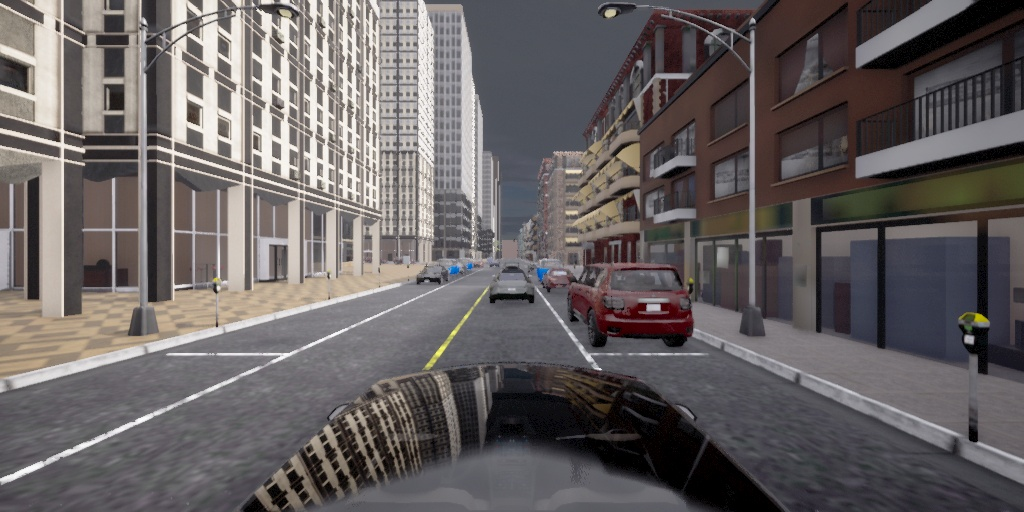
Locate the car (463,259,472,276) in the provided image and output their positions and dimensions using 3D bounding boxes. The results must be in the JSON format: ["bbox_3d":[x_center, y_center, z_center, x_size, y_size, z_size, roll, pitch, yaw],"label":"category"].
[{"bbox_3d":[-5.690,1.305,37.438,2.007,1.370,4.403,0,0,0],"label":"car"}]

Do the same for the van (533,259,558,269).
[{"bbox_3d":[2.691,1.091,26.141,1.690,1.789,3.998,0,0,0],"label":"van"}]

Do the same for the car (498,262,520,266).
[{"bbox_3d":[0.000,1.270,31.500,1.837,1.490,4.892,0,0,0],"label":"car"}]

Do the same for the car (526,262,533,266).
[{"bbox_3d":[2.691,1.308,43.086,2.007,1.370,4.403,0,0,0],"label":"car"}]

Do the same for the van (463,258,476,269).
[{"bbox_3d":[-5.690,1.098,43.087,1.690,1.789,3.998,0,0,0],"label":"van"}]

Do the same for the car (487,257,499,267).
[{"bbox_3d":[-3.000,1.375,63.500,2.033,1.411,5.357,0,0,0],"label":"car"}]

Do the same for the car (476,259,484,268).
[{"bbox_3d":[-5.690,1.209,60.033,1.967,1.591,4.097,0,0,0],"label":"car"}]

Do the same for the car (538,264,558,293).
[{"bbox_3d":[2.690,1.331,20.492,1.802,1.307,4.207,0,0,0],"label":"car"}]

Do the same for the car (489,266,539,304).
[{"bbox_3d":[0.000,1.322,16.500,1.994,1.385,4.181,0,0,0],"label":"car"}]

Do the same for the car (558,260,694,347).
[{"bbox_3d":[2.691,1.062,9.195,2.192,1.841,5.009,0,0,0],"label":"car"}]

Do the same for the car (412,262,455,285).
[{"bbox_3d":[-5.690,1.316,26.141,1.948,1.339,4.313,0,0,0],"label":"car"}]

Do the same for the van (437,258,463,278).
[{"bbox_3d":[-5.690,1.093,31.790,1.690,1.789,3.998,0,0,0],"label":"van"}]
